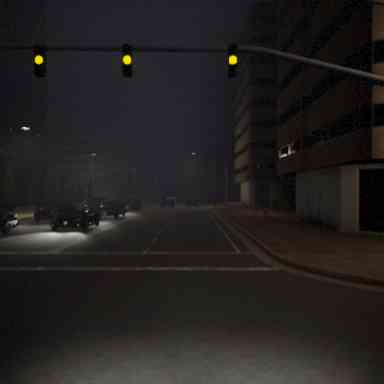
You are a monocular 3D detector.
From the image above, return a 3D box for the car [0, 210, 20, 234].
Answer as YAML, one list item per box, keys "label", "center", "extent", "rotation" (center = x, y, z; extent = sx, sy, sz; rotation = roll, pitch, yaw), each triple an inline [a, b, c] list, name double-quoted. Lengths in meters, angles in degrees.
- label: "car"
  center: [-10.589, 1.534, 16.346]
  extent: [2.033, 1.411, 5.357]
  rotation: [0, 0, 0]

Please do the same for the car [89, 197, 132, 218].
- label: "car"
  center: [-7.067, 1.467, 29.381]
  extent: [2.128, 1.511, 4.902]
  rotation: [0, 0, 0]

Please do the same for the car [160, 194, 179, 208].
- label: "car"
  center: [-3.501, 1.451, 48.204]
  extent: [2.128, 1.511, 4.902]
  rotation: [0, 0, 0]

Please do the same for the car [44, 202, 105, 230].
- label: "car"
  center: [-7.077, 1.547, 20.579]
  extent: [1.994, 1.385, 4.181]
  rotation: [0, 0, 0]

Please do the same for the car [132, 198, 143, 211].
- label: "car"
  center: [-7.059, 1.459, 39.411]
  extent: [2.128, 1.511, 4.902]
  rotation: [0, 0, 0]

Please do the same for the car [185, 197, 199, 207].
- label: "car"
  center: [-0.001, 1.522, 49.585]
  extent: [1.994, 1.385, 4.181]
  rotation: [0, 0, 0]

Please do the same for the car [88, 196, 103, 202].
- label: "car"
  center: [-10.560, 1.321, 37.798]
  extent: [2.097, 1.767, 4.553]
  rotation: [0, 0, 0]

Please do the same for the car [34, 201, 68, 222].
- label: "car"
  center: [-10.581, 1.456, 26.170]
  extent: [1.882, 1.535, 5.008]
  rotation: [0, 0, 0]

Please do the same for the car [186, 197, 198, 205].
- label: "car"
  center: [-0.001, 1.515, 57.883]
  extent: [1.994, 1.385, 4.181]
  rotation: [0, 0, 0]
